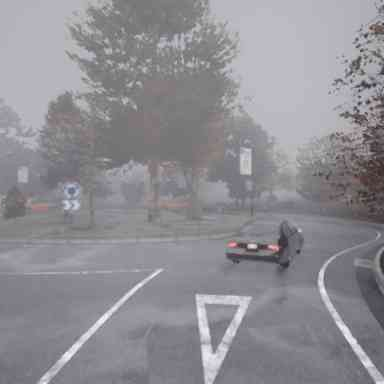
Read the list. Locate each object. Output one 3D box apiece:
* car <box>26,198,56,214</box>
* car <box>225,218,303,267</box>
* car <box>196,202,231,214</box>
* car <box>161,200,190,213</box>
[{"bbox_3d":[-18.488,1.644,39.041,2.097,1.767,4.553,0,1,43],"label":"car"},{"bbox_3d":[2.795,1.665,11.998,2.033,1.411,5.357,0,-1,24],"label":"car"},{"bbox_3d":[2.697,1.990,42.868,4.902,1.511,2.128,0,-1,32],"label":"car"},{"bbox_3d":[-2.160,1.862,44.806,4.553,1.767,2.097,0,-1,13],"label":"car"}]
